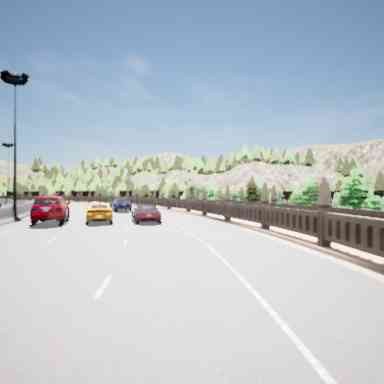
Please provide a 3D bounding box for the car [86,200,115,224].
[{"bbox_3d":[-7.216,1.592,25.988,1.882,1.535,5.008,0,0,-15],"label":"car"}]

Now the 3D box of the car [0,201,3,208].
[{"bbox_3d":[-30.828,1.814,51.988,1.994,1.385,4.181,0,0,-34],"label":"car"}]

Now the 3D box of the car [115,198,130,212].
[{"bbox_3d":[-8.863,1.529,41.157,2.097,1.767,4.553,0,0,-24],"label":"car"}]

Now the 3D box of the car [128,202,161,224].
[{"bbox_3d":[-3.635,1.674,26.062,1.994,1.385,4.181,0,0,-15],"label":"car"}]

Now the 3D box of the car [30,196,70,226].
[{"bbox_3d":[-10.474,1.336,24.809,2.150,2.045,5.566,0,0,-15],"label":"car"}]
